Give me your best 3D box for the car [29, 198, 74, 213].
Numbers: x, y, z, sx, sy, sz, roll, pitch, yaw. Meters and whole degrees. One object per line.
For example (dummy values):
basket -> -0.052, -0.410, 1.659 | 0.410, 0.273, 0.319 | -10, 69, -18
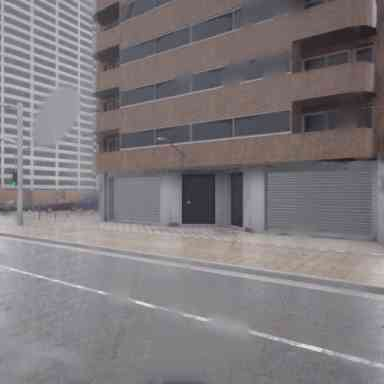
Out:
car -> -15.148, 1.478, 37.560 | 1.882, 1.535, 5.008 | 0, 0, 35

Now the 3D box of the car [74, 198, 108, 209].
car -> -13.825, 1.564, 45.600 | 1.994, 1.385, 4.181 | 0, 0, 35

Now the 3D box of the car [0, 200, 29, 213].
car -> -19.519, 1.547, 37.400 | 2.033, 1.411, 5.357 | 0, 0, 35

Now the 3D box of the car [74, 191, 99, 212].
car -> -10.177, 1.221, 38.244 | 2.150, 2.045, 5.566 | 0, 0, 35
